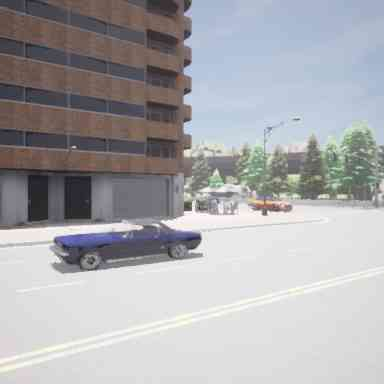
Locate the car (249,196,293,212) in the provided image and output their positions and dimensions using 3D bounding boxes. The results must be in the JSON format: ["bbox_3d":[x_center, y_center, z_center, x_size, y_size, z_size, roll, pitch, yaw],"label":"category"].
[{"bbox_3d":[9.014,1.295,37.079,2.097,1.767,4.553,0,0,-34],"label":"car"}]

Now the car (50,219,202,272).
[{"bbox_3d":[-2.072,1.601,10.969,4.718,1.301,1.895,0,0,-33],"label":"car"}]

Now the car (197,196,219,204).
[{"bbox_3d":[2.432,1.419,57.657,5.008,1.535,1.882,0,0,43],"label":"car"}]

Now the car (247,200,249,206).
[{"bbox_3d":[9.329,1.419,42.871,1.882,1.535,5.008,0,0,-34],"label":"car"}]

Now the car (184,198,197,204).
[{"bbox_3d":[-2.251,1.419,56.787,5.008,1.535,1.882,0,0,35],"label":"car"}]
